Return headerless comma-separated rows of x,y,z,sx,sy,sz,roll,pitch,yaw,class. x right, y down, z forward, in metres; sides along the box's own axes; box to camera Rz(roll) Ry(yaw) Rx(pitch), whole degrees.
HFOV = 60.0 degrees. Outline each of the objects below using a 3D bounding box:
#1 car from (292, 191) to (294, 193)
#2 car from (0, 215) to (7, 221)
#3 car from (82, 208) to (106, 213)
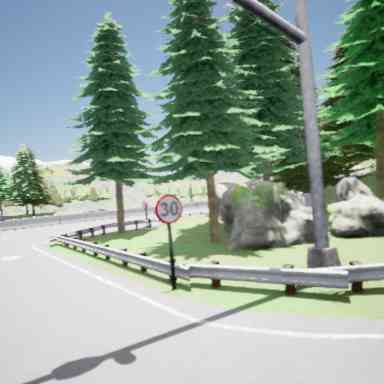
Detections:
17.649,0.607,56.445,4.902,1.511,2.128,-4,-1,-35,car
-31.516,4.545,52.119,4.553,1.767,2.097,-5,-1,-34,car
-17.969,3.740,61.463,4.718,1.301,1.895,-4,-1,-34,car
